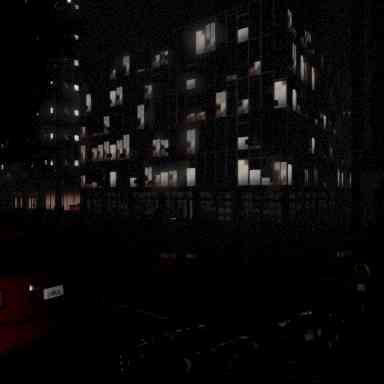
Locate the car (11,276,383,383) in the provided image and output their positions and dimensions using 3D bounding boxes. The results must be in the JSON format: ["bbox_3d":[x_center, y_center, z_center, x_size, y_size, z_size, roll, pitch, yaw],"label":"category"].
[{"bbox_3d":[0.850,1.566,2.272,4.313,1.339,1.947,0,0,36],"label":"car"}]

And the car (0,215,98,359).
[{"bbox_3d":[-3.645,1.315,5.481,5.009,1.841,2.192,0,0,36],"label":"car"}]
